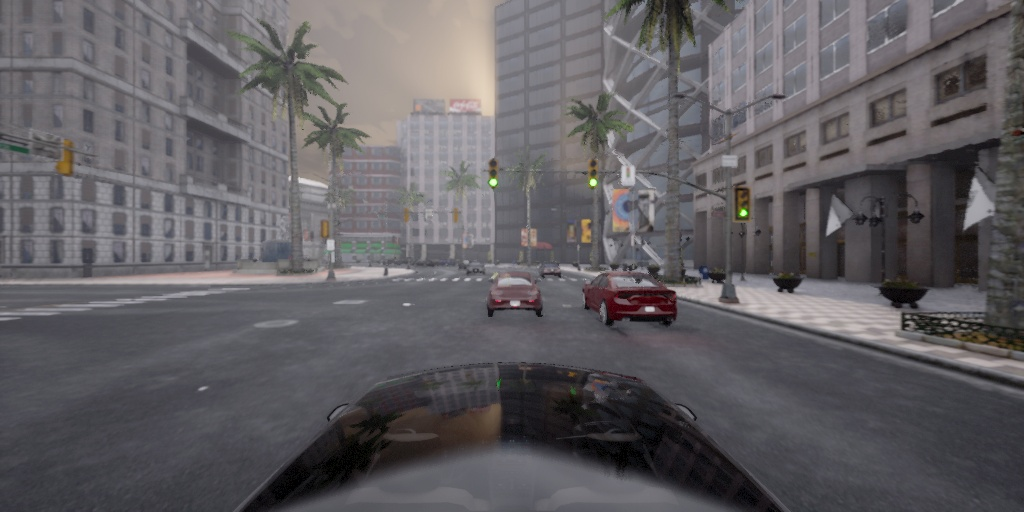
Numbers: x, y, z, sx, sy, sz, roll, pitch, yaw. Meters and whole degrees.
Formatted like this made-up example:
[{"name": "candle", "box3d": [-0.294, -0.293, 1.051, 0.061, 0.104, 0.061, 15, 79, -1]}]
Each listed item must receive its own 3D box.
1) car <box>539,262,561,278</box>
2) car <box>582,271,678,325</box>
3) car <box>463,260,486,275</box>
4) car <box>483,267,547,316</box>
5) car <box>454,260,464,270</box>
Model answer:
[{"name": "car", "box3d": [3.576, 1.327, 34.600, 2.033, 1.411, 5.357, 0, 0, 0]}, {"name": "car", "box3d": [3.598, 1.237, 11.840, 1.882, 1.535, 5.008, 0, 0, 0]}, {"name": "car", "box3d": [-3.910, 1.348, 39.346, 1.994, 1.385, 4.181, 0, 0, -3]}, {"name": "car", "box3d": [0.087, 1.286, 13.301, 1.812, 1.442, 4.674, 0, 0, 0]}, {"name": "car", "box3d": [-6.368, 1.272, 51.007, 1.882, 1.535, 5.008, 0, 0, -21]}]
